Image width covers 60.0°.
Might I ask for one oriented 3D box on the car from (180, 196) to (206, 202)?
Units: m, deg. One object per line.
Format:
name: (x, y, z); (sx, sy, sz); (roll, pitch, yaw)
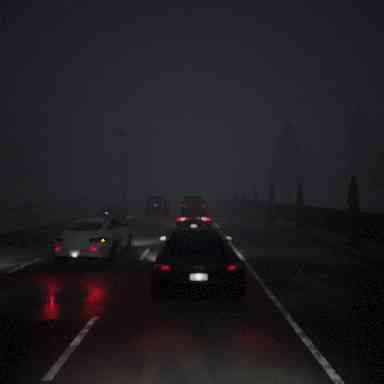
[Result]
car: (0.093, 1.369, 30.758); (2.150, 2.045, 5.566); (0, 0, 0)

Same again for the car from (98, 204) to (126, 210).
car: (-6.909, 1.699, 28.861); (1.994, 1.385, 4.181); (0, 0, 0)

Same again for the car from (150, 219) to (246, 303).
car: (0.106, 1.603, 8.347); (1.994, 1.385, 4.181); (0, 0, -1)

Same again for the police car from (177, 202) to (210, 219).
police car: (0.094, 1.596, 19.490); (2.038, 1.542, 4.974); (0, 0, 0)

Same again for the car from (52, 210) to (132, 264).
car: (-3.403, 1.582, 11.968); (1.812, 1.442, 4.674); (0, 0, 0)

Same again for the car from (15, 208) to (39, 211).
car: (-17.612, 1.730, 35.255); (1.994, 1.385, 4.181); (0, 0, 0)

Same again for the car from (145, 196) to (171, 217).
car: (-3.410, 1.380, 33.720); (2.150, 2.045, 5.566); (0, 0, 0)

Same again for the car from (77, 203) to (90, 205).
car: (-14.122, 1.553, 42.974); (2.097, 1.767, 4.553); (0, 0, 0)

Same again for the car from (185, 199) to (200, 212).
car: (0.034, 1.654, 42.173); (1.801, 1.575, 5.366); (0, 0, -1)
